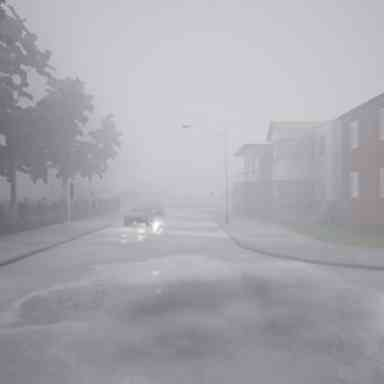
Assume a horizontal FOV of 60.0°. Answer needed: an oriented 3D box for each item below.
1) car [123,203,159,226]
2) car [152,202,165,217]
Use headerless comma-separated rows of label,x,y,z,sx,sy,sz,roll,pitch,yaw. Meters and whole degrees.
car,-4.077,1.842,26.398,2.033,1.411,5.357,0,-1,0
car,-4.055,1.901,36.737,2.128,1.511,4.902,0,-1,0
